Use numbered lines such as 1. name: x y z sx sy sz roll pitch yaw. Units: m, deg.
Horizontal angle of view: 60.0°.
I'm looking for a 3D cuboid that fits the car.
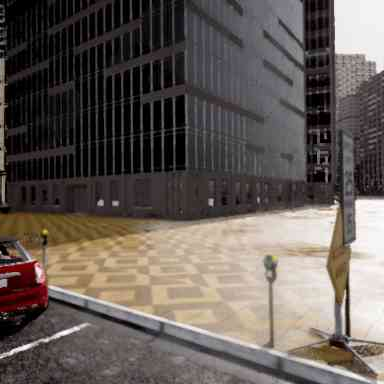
1. car: -4.622 1.495 6.413 4.097 1.590 1.967 0 -1 36
